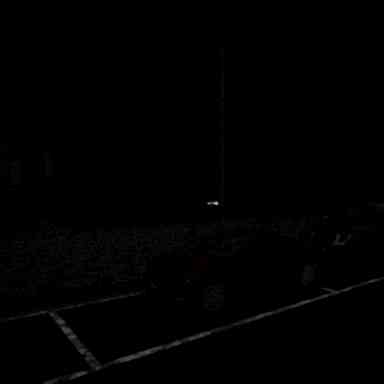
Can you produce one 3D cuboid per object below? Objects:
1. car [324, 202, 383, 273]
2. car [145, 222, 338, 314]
[{"bbox_3d":[5.708,1.289,10.831,5.009,1.841,2.192,0,0,-35],"label":"car"},{"bbox_3d":[1.116,1.532,7.558,4.507,1.381,1.887,0,0,-35],"label":"car"}]
